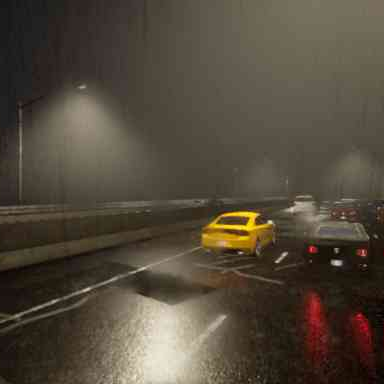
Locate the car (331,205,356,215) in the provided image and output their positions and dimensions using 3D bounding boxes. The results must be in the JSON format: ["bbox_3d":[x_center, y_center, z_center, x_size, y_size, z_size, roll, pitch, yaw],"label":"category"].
[{"bbox_3d":[12.898,1.749,28.264,1.895,1.301,4.718,0,0,25],"label":"car"}]

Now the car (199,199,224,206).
[{"bbox_3d":[3.318,1.822,49.140,1.837,1.490,4.892,0,0,26],"label":"car"}]

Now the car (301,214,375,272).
[{"bbox_3d":[4.894,1.658,11.118,1.895,1.301,4.718,0,0,25],"label":"car"}]

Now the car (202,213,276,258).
[{"bbox_3d":[2.049,1.554,13.301,1.882,1.535,5.008,0,0,25],"label":"car"}]

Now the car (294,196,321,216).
[{"bbox_3d":[11.943,1.415,34.414,2.150,2.045,5.566,0,0,26],"label":"car"}]

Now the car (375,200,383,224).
[{"bbox_3d":[15.379,1.601,25.362,1.882,1.535,5.008,0,-1,26],"label":"car"}]

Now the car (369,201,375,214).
[{"bbox_3d":[20.939,1.672,37.168,1.882,1.535,5.008,0,0,26],"label":"car"}]

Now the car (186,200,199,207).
[{"bbox_3d":[0.873,1.945,52.097,1.895,1.301,4.718,0,0,26],"label":"car"}]

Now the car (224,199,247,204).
[{"bbox_3d":[6.818,1.796,48.335,2.128,1.511,4.902,0,0,26],"label":"car"}]
